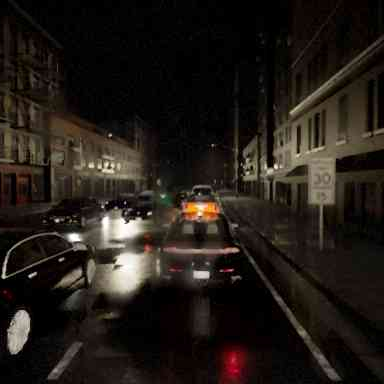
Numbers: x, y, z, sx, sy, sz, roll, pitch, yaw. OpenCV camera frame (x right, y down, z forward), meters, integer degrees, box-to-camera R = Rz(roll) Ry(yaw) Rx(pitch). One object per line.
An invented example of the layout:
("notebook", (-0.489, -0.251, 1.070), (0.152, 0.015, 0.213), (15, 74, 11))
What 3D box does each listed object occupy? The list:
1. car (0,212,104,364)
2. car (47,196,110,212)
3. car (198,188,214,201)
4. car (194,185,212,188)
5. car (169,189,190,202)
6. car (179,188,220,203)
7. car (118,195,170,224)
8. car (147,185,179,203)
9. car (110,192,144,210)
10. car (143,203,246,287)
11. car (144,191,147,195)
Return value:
("car", (-3.078, 1.357, 5.607), (1.837, 1.490, 4.892), (0, 2, 1))
("car", (-6.200, 1.030, 17.939), (1.837, 1.490, 4.892), (0, 2, 2))
("car", (1.872, 0.314, 43.286), (1.882, 1.535, 5.008), (0, 2, 4))
("car", (1.062, 0.393, 31.065), (2.150, 2.045, 5.566), (0, 2, 4))
("car", (-1.528, 0.434, 41.477), (2.033, 1.411, 5.357), (0, 2, 4))
("car", (0.578, 0.827, 19.734), (2.097, 1.767, 4.553), (0, 1, 2))
("car", (-2.697, 1.080, 19.636), (1.895, 1.301, 4.718), (0, 2, 2))
("car", (-2.251, 0.407, 30.472), (2.150, 2.045, 5.566), (0, 2, 4))
("car", (-5.711, 0.859, 27.828), (1.895, 1.301, 4.718), (0, 2, 4))
("car", (0.221, 1.264, 8.617), (2.128, 1.511, 4.902), (0, 2, 1))
("car", (-5.047, 0.571, 38.434), (1.895, 1.301, 4.718), (0, 2, 4))
